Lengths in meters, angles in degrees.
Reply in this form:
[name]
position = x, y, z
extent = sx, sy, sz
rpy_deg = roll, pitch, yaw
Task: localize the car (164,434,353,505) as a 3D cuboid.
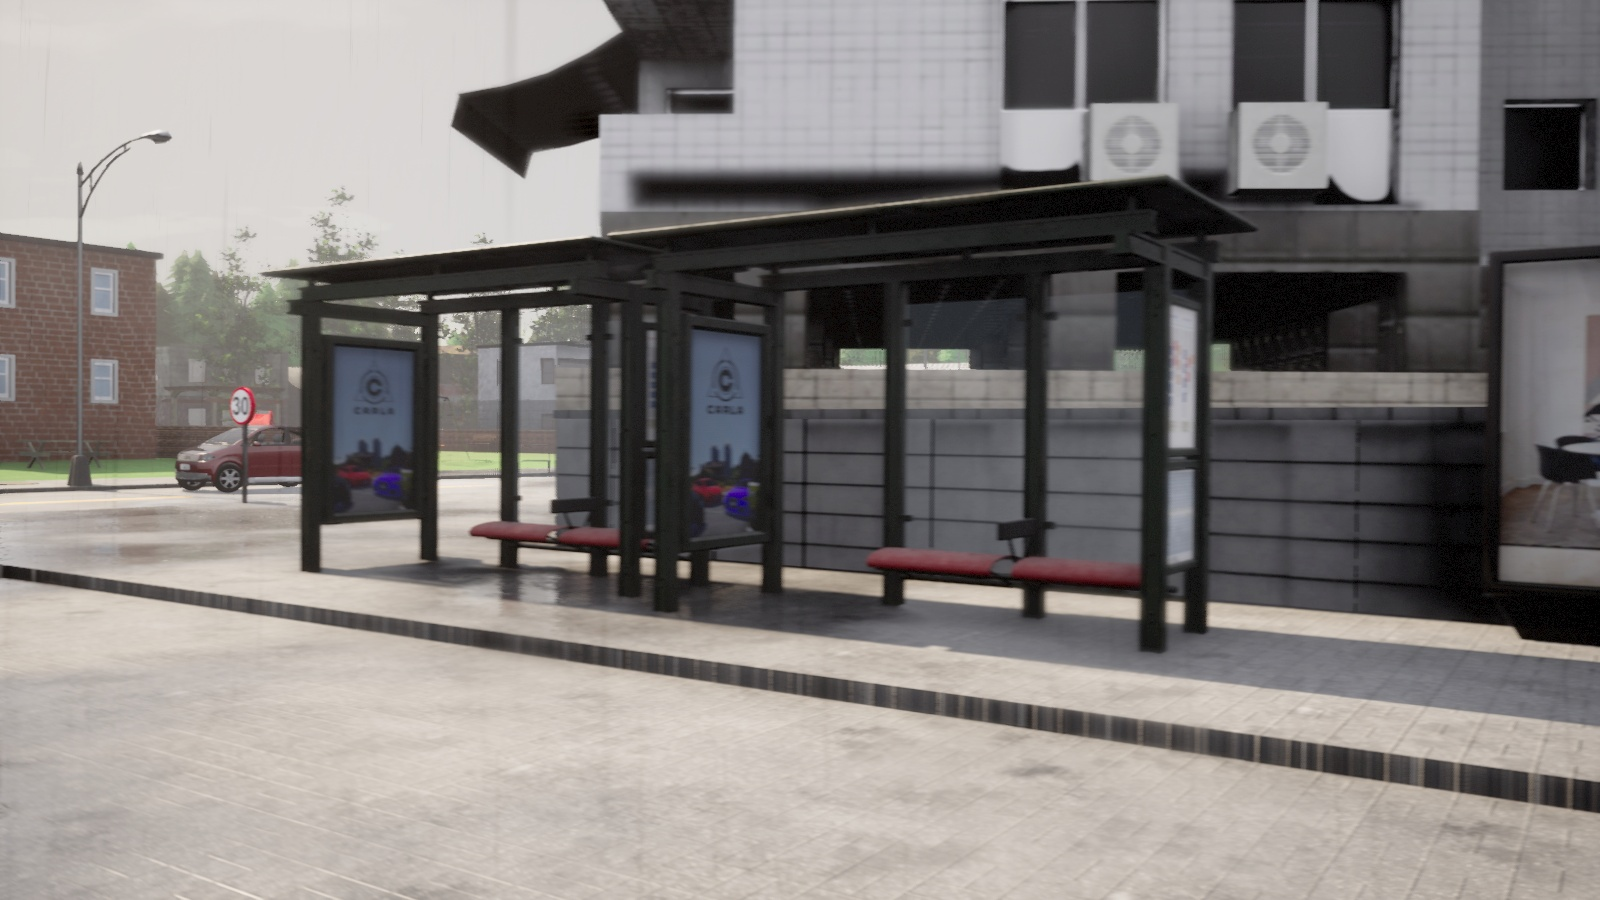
[car]
position = -12.762, 0.419, 29.773
extent = 1.789, 1.549, 3.705
rpy_deg = 0, 1, 34
